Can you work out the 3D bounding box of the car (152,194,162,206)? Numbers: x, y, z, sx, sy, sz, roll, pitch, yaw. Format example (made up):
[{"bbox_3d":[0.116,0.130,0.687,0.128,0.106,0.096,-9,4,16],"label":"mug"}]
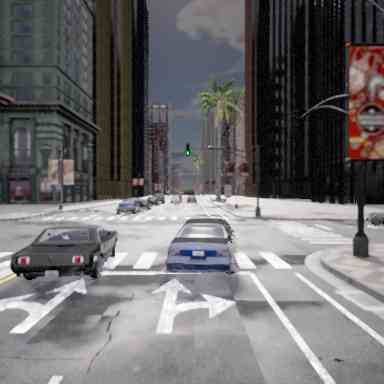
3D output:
[{"bbox_3d":[-6.508,1.461,54.954,1.882,1.535,5.008,0,0,0],"label":"car"}]

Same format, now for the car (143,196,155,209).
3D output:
[{"bbox_3d":[-6.592,1.550,44.732,1.994,1.385,4.181,0,0,0],"label":"car"}]

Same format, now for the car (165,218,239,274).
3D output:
[{"bbox_3d":[0.481,1.544,10.597,2.033,1.411,5.357,0,0,7],"label":"car"}]

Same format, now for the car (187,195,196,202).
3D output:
[{"bbox_3d":[-0.010,1.518,77.276,2.033,1.411,5.357,0,0,0],"label":"car"}]

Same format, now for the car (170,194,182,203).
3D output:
[{"bbox_3d":[-3.259,1.506,66.202,1.812,1.442,4.674,0,0,0],"label":"car"}]

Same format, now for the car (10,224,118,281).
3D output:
[{"bbox_3d":[-3.402,1.597,9.883,1.895,1.301,4.718,0,0,-5],"label":"car"}]

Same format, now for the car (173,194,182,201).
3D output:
[{"bbox_3d":[-3.260,1.288,76.205,1.882,1.535,5.008,0,0,0],"label":"car"}]

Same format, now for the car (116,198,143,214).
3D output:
[{"bbox_3d":[-6.589,1.515,34.726,1.812,1.442,4.674,0,0,-1],"label":"car"}]

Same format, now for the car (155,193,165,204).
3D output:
[{"bbox_3d":[-6.509,1.202,65.567,2.150,2.045,5.566,0,0,0],"label":"car"}]

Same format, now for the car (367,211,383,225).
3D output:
[{"bbox_3d":[13.735,1.502,21.268,4.674,1.442,1.812,0,0,2],"label":"car"}]

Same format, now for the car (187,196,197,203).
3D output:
[{"bbox_3d":[-0.009,1.506,67.055,1.812,1.442,4.674,0,0,0],"label":"car"}]
